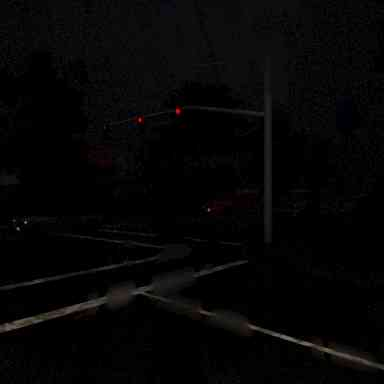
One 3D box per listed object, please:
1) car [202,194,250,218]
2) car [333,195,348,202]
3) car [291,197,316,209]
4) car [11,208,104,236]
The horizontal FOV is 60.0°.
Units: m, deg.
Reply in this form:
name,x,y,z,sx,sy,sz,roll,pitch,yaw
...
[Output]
name,x,y,z,sx,sy,sz,roll,pitch,yaw
car,3.309,1.223,31.181,2.150,2.045,5.566,0,0,41
car,25.296,1.177,56.307,1.812,1.442,4.674,0,0,41
car,14.924,1.490,44.525,2.128,1.511,4.902,0,0,41
car,-7.489,1.601,18.794,1.895,1.301,4.718,0,0,41
